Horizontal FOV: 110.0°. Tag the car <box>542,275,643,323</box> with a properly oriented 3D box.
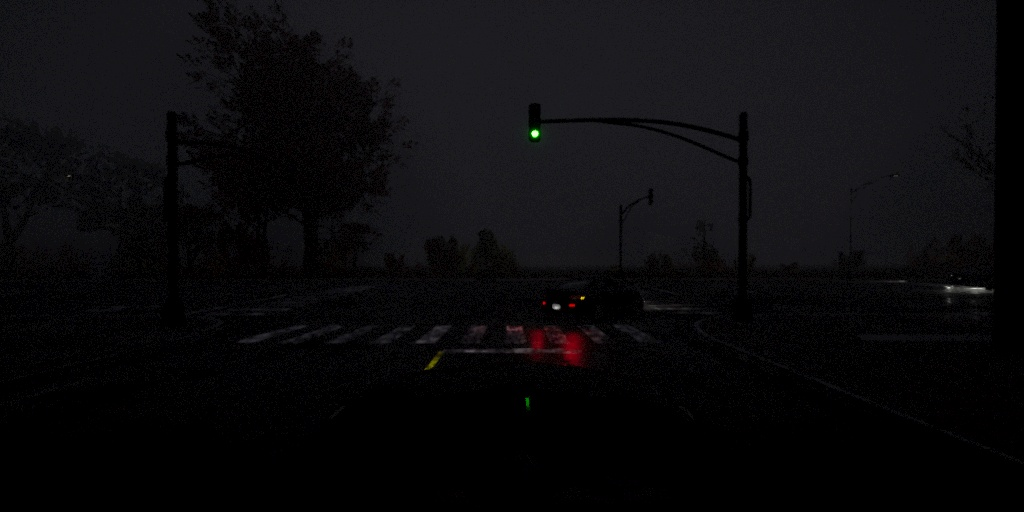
[{"bbox_3d":[2.929,1.415,12.816,1.812,1.442,4.674,-2,-2,42],"label":"car"}]

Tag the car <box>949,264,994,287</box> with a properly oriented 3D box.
[{"bbox_3d":[33.069,1.278,24.500,4.892,1.490,1.837,0,0,1],"label":"car"}]
